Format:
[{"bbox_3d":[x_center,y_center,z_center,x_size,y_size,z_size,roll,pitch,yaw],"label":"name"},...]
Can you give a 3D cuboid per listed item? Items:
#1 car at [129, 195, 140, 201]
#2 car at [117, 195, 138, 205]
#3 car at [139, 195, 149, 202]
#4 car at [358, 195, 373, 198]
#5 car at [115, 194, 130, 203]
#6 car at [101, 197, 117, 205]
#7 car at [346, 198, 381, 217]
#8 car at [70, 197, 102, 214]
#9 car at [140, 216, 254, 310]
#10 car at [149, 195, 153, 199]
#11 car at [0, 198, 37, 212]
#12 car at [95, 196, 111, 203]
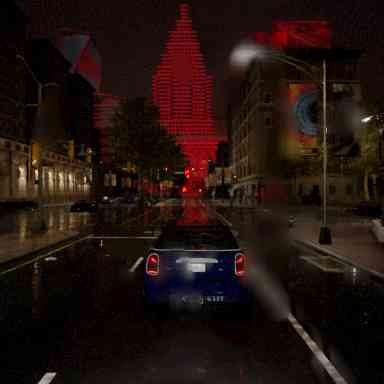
[{"bbox_3d":[-14.716,1.524,85.159,2.128,1.511,4.902,0,0,0],"label":"car"},{"bbox_3d":[-11.381,1.526,58.751,1.812,1.442,4.674,0,0,0],"label":"car"},{"bbox_3d":[-11.260,1.478,72.137,1.882,1.535,5.008,0,0,0],"label":"car"},{"bbox_3d":[34.674,1.481,68.709,2.231,1.521,4.892,0,0,0],"label":"car"},{"bbox_3d":[-14.764,1.355,70.854,2.097,1.767,4.553,0,0,0],"label":"car"},{"bbox_3d":[-14.884,1.547,57.990,2.033,1.411,5.357,0,0,0],"label":"car"},{"bbox_3d":[17.120,1.547,30.519,5.357,1.411,2.033,0,0,0],"label":"car"},{"bbox_3d":[-11.484,1.564,35.674,1.994,1.385,4.181,0,0,0],"label":"car"},{"bbox_3d":[0.100,1.352,7.983,2.097,1.767,4.553,0,0,0],"label":"car"},{"bbox_3d":[-11.211,1.549,86.545,1.994,1.385,4.181,0,0,0],"label":"car"},{"bbox_3d":[-21.108,1.491,39.443,4.902,1.511,2.128,0,0,-34],"label":"car"},{"bbox_3d":[-18.025,1.595,67.492,1.895,1.301,4.718,0,0,0],"label":"car"}]
